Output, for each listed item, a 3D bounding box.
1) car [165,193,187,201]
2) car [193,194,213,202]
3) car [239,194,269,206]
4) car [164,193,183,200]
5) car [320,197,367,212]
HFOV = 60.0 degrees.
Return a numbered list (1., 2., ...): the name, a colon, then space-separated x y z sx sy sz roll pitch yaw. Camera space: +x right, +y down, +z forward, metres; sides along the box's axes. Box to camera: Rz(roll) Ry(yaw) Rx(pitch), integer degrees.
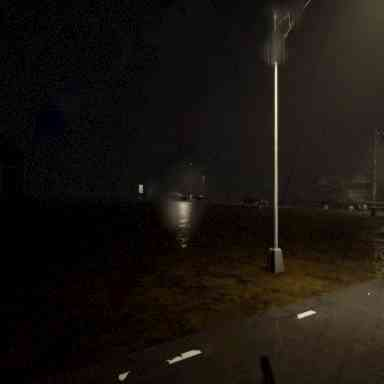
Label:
1. car: -2.876 1.072 63.562 1.895 1.301 4.718 2 -1 -35
2. car: 2.039 1.098 62.698 1.837 1.490 4.892 2 -1 -35
3. car: 8.702 1.139 47.075 1.837 1.490 4.892 2 0 -35
4. car: -4.001 0.954 71.225 1.895 1.301 4.718 2 -1 -35
5. car: 16.421 1.292 36.173 1.837 1.490 4.892 2 0 -35
